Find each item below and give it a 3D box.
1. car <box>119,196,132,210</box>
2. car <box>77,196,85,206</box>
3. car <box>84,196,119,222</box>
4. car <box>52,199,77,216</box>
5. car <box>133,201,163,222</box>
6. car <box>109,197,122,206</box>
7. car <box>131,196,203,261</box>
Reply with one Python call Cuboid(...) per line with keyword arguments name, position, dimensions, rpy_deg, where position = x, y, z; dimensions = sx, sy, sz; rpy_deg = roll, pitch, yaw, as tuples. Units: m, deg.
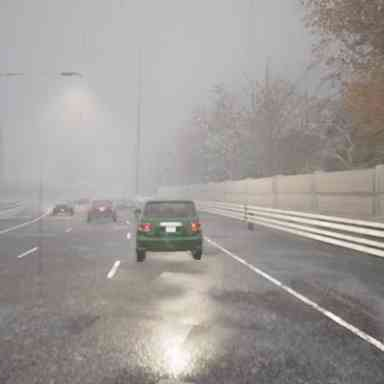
Cuboid(name="car", position=(-8.067, 1.480, 40.872), dimensions=(1.994, 1.385, 4.181), rpy_deg=(0, 0, -19))
Cuboid(name="car", position=(-17.043, 1.433, 51.793), dimensions=(1.837, 1.490, 4.892), rpy_deg=(0, 1, -31))
Cuboid(name="car", position=(-7.052, 1.307, 26.268), dimensions=(2.097, 1.767, 4.553), rpy_deg=(0, 0, -14))
Cuboid(name="car", position=(-12.360, 1.488, 32.089), dimensions=(1.812, 1.442, 4.674), rpy_deg=(0, 0, -18))
Cuboid(name="car", position=(-3.625, 1.500, 26.948), dimensions=(1.994, 1.385, 4.181), rpy_deg=(0, 0, -14))
Cuboid(name="car", position=(-12.180, 1.501, 52.871), dimensions=(1.895, 1.301, 4.718), rpy_deg=(0, 0, -15))
Cuboid(name="car", position=(-0.946, 1.189, 12.460), dimensions=(2.150, 2.045, 5.566), rpy_deg=(0, 0, -7))
